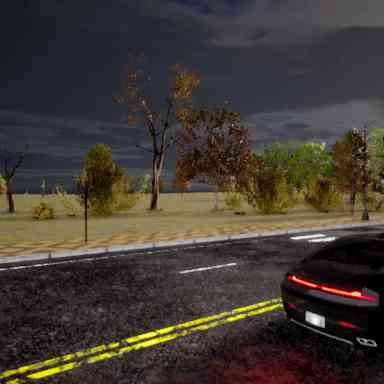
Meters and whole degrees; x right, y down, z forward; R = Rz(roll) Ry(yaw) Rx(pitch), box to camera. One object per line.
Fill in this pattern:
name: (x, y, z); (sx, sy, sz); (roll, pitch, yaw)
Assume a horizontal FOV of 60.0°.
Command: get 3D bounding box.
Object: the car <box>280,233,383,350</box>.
car: (3.680, 1.502, 5.908); (4.892, 1.490, 1.837); (0, 0, -34)
